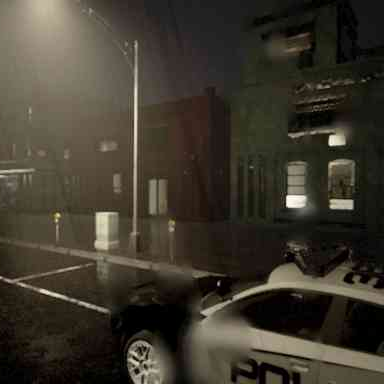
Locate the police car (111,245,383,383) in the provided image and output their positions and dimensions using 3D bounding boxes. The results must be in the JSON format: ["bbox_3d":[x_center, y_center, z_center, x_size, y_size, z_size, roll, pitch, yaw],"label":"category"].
[{"bbox_3d":[1.242,1.424,3.474,5.238,1.638,1.930,0,0,36],"label":"police car"}]
